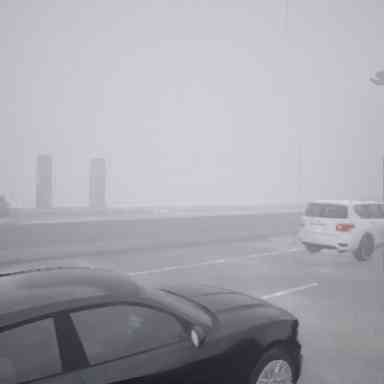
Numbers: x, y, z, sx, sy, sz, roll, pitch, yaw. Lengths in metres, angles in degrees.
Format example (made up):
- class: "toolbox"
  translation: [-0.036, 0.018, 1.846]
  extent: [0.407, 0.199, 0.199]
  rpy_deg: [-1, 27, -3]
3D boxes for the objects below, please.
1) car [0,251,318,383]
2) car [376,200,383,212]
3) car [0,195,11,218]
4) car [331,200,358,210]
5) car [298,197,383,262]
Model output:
- class: "car"
  translation: [-1.048, 1.480, 3.038]
  extent: [5.008, 1.535, 1.882]
  rpy_deg: [1, 0, -36]
- class: "car"
  translation: [27.527, 1.903, 45.860]
  extent: [5.008, 1.535, 1.882]
  rpy_deg: [1, 0, -36]
- class: "car"
  translation: [-15.634, 1.185, 22.952]
  extent: [5.566, 2.045, 2.150]
  rpy_deg: [1, 0, -36]
- class: "car"
  translation: [23.766, 1.996, 51.775]
  extent: [4.181, 1.385, 1.994]
  rpy_deg: [1, 0, -36]
- class: "car"
  translation: [6.449, 1.328, 12.845]
  extent: [5.566, 2.045, 2.150]
  rpy_deg: [1, 0, -36]
